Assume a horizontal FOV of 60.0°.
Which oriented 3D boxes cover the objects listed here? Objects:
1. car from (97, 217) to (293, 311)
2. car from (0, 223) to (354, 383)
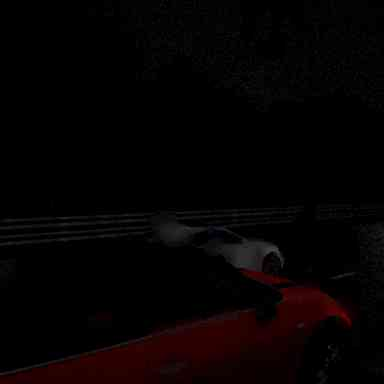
[{"bbox_3d":[0.249,1.493,8.231,4.674,1.442,1.812,0,0,-36],"label":"car"},{"bbox_3d":[-0.267,1.351,3.556,4.553,1.767,2.097,0,0,-36],"label":"car"}]
